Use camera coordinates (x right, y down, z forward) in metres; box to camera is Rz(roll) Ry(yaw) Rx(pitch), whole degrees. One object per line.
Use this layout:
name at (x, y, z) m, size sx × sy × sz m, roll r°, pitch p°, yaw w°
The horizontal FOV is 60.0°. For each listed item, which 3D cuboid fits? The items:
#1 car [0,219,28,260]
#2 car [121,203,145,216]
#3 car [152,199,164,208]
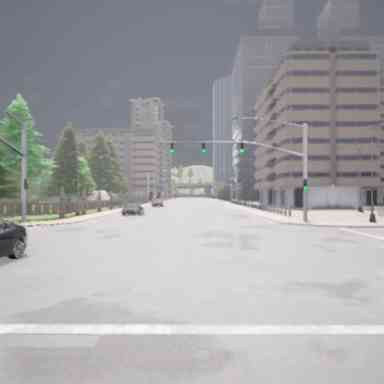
car at (-6.918, 1.586, 10.168) m, size 2.128 × 1.511 × 4.902 m, roll 0°, pitch -1°, yaw 1°
car at (-6.337, 1.901, 36.161) m, size 1.994 × 1.385 × 4.181 m, roll 0°, pitch 0°, yaw 0°
car at (-6.169, 2.001, 60.594) m, size 1.882 × 1.535 × 5.008 m, roll 0°, pitch 0°, yaw 0°
